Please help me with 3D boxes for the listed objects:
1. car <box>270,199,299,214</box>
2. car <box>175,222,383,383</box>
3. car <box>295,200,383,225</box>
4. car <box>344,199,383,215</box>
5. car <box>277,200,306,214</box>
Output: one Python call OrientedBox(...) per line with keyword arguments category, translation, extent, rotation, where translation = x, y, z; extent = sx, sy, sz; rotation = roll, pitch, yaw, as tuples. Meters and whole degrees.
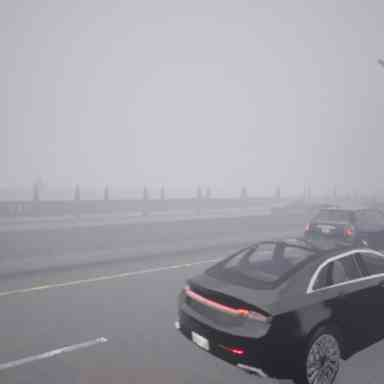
OrientedBox(category="car", translation=(9.713, 1.437, 32.406), extent=(5.008, 1.535, 1.882), rotation=(0, 0, -35))
OrientedBox(category="car", translation=(2.067, 1.485, 5.219), extent=(4.902, 1.511, 2.128), rotation=(0, 0, -35))
OrientedBox(category="car", translation=(6.273, 1.333, 12.517), extent=(4.553, 1.767, 2.097), rotation=(0, 0, -35))
OrientedBox(category="car", translation=(17.992, 1.496, 33.999), extent=(5.357, 1.411, 2.033), rotation=(0, 0, -35))
OrientedBox(category="car", translation=(8.368, 1.476, 22.847), extent=(4.892, 1.490, 1.837), rotation=(0, 0, -35))
